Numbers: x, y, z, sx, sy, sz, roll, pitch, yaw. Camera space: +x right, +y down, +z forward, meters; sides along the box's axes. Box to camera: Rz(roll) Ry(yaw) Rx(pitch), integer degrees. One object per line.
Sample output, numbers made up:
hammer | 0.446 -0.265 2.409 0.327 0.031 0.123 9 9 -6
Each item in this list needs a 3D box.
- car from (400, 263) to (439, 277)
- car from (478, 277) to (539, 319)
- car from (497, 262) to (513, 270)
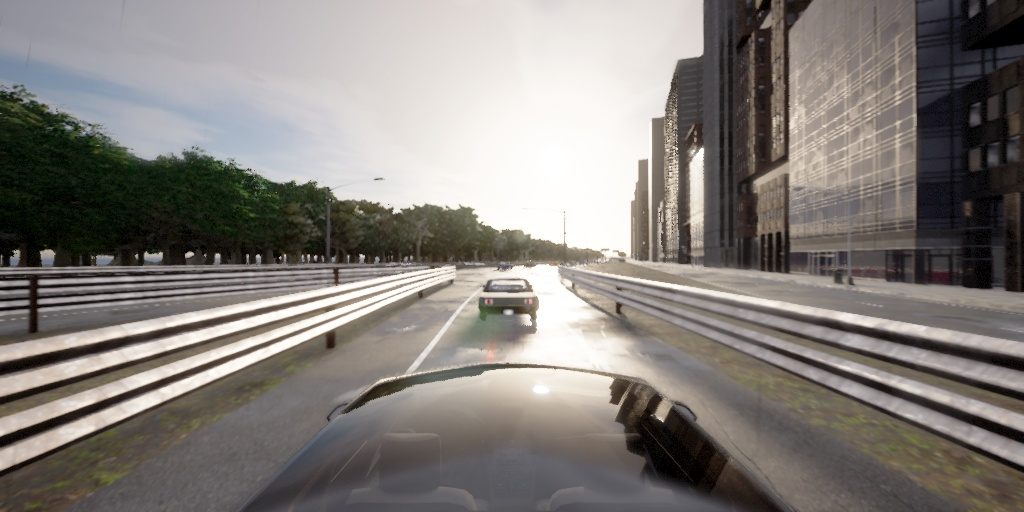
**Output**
car | -9.318 1.426 36.793 2.033 1.411 5.357 0 -1 17
car | -0.148 1.424 13.053 1.895 1.301 4.718 0 0 -1
car | -1.193 1.727 63.588 1.812 1.442 4.674 0 -1 17
